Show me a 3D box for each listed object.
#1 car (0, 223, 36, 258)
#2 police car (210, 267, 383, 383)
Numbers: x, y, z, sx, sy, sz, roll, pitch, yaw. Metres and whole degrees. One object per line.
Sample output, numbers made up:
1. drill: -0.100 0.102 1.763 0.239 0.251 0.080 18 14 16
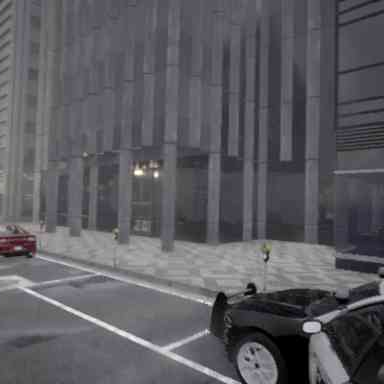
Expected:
1. car: -7.992 1.936 13.592 4.507 1.381 1.887 -1 -3 42
2. police car: 2.514 1.648 3.701 5.238 1.638 1.930 -1 -3 42
